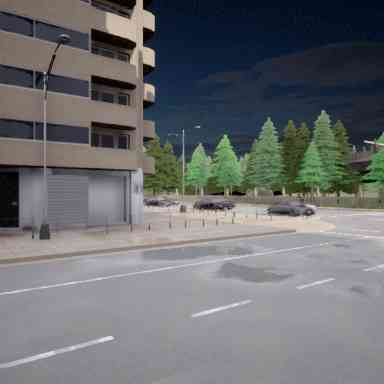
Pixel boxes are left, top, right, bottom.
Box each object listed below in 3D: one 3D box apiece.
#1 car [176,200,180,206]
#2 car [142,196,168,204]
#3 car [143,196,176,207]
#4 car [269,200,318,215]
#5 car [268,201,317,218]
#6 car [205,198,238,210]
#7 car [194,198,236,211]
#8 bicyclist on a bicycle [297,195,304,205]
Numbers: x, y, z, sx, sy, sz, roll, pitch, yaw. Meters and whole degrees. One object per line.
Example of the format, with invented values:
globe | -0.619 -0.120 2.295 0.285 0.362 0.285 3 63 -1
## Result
car | -4.042 1.436 53.114 4.902 1.511 2.128 0 0 43
car | -7.164 1.545 64.439 4.718 1.301 1.895 0 0 31
car | -4.911 1.470 48.933 1.812 1.442 4.674 0 0 -42
car | 10.293 1.545 34.113 1.895 1.301 4.718 0 0 -35
car | 8.867 1.509 29.880 1.994 1.385 4.181 0 0 -33
car | 3.778 1.509 43.364 1.994 1.385 4.181 0 0 -36
car | 2.415 1.492 39.403 2.033 1.411 5.357 0 0 -35
bicyclist on a bicycle | 15.139 1.245 46.444 1.656 1.620 0.582 0 0 -35
